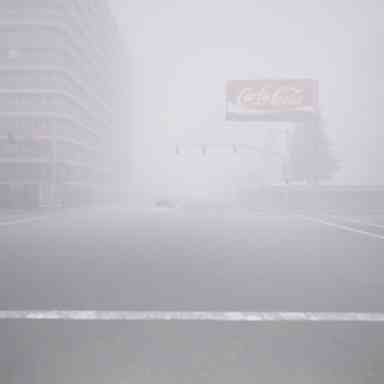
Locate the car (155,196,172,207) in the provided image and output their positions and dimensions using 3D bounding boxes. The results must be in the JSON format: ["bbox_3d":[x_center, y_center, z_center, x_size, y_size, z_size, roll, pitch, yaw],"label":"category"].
[{"bbox_3d":[-3.488,1.155,41.036,1.895,1.301,4.718,0,1,0],"label":"car"}]
